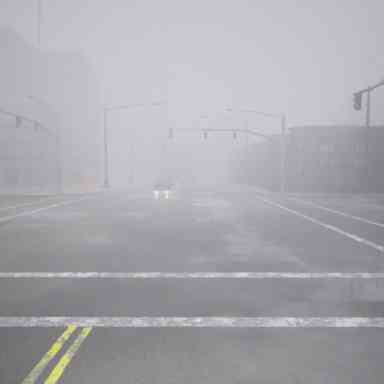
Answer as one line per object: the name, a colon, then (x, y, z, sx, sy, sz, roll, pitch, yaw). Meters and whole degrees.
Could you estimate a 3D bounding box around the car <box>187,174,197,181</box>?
car: (0.011, -2.993, 70.931, 1.994, 1.385, 4.181, 0, 4, 0)

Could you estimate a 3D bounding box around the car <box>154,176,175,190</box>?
car: (-3.592, -0.976, 41.457, 1.994, 1.385, 4.181, 0, 4, 0)

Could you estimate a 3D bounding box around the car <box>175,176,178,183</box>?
car: (-3.587, -1.707, 51.363, 1.837, 1.490, 4.892, 0, 4, 0)

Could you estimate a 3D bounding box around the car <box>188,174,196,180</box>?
car: (0.012, -3.722, 80.758, 2.033, 1.411, 5.357, 0, 4, 0)
